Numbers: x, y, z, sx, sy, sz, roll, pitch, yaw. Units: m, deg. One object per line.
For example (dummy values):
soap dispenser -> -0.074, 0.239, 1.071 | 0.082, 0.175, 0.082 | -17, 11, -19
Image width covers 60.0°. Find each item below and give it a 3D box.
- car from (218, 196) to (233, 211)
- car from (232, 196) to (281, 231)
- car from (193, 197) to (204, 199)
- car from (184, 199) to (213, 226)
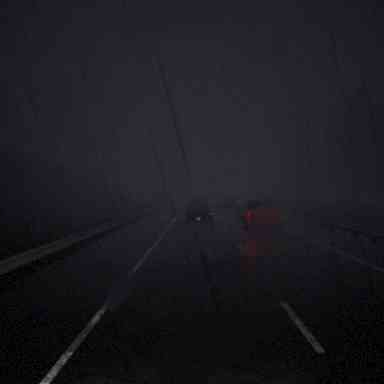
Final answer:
car -> 4.233, 1.199, 39.038 | 2.097, 1.767, 4.553 | 0, 0, 1
car -> 3.915, 1.274, 20.231 | 2.097, 1.767, 4.553 | 0, 0, 1
car -> 0.770, 1.340, 41.190 | 1.837, 1.490, 4.892 | 0, 0, 1
car -> 0.449, 1.434, 22.691 | 1.812, 1.442, 4.674 | 0, 0, 1
